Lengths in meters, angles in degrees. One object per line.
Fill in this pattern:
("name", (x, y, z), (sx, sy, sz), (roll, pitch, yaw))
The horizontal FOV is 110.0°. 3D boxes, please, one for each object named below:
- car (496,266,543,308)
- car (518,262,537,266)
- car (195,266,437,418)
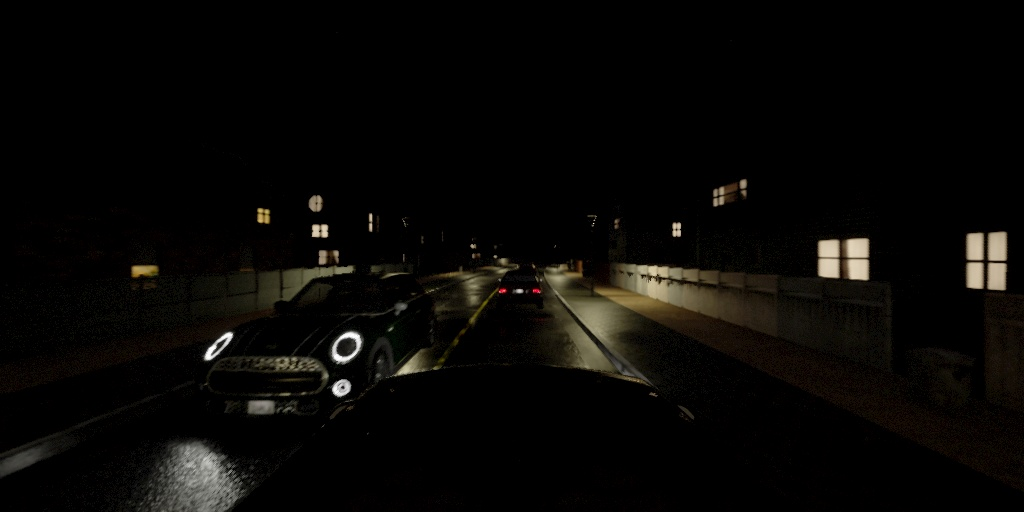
("car", (0.350, 1.315, 15.330), (2.033, 1.411, 5.357), (0, 0, 2))
("car", (1.560, 1.320, 36.931), (1.812, 1.442, 4.674), (0, 0, 4))
("car", (-2.776, 1.105, 6.259), (2.097, 1.767, 4.553), (0, 0, 1))
